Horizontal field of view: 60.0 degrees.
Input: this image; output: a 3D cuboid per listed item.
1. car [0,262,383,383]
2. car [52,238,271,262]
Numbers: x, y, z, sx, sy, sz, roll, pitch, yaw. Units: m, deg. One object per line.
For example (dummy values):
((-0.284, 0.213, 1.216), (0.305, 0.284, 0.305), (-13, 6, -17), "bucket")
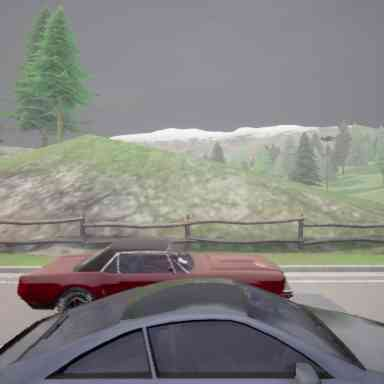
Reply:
((0.322, 1.563, 2.976), (4.181, 1.385, 1.994), (0, 0, 0), "car")
((-0.583, 1.601, 6.463), (4.718, 1.301, 1.895), (0, 0, -1), "car")
